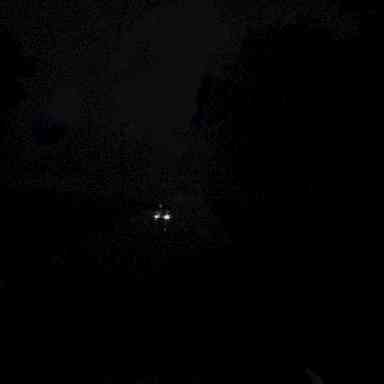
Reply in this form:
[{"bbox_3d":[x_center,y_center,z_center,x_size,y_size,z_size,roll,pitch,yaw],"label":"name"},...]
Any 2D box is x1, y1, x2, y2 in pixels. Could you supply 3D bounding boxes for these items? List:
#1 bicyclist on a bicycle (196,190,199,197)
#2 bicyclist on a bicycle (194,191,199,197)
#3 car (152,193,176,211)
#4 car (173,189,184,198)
[{"bbox_3d":[1.413,0.406,87.090,0.866,1.612,1.509,0,0,4],"label":"bicyclist on a bicycle"},{"bbox_3d":[0.787,0.537,77.371,0.582,1.620,1.656,-6,0,2],"label":"bicyclist on a bicycle"},{"bbox_3d":[-3.162,1.160,35.986,2.128,1.511,4.902,0,1,0],"label":"car"},{"bbox_3d":[-2.991,0.320,76.762,2.150,2.045,5.566,0,1,2],"label":"car"}]
